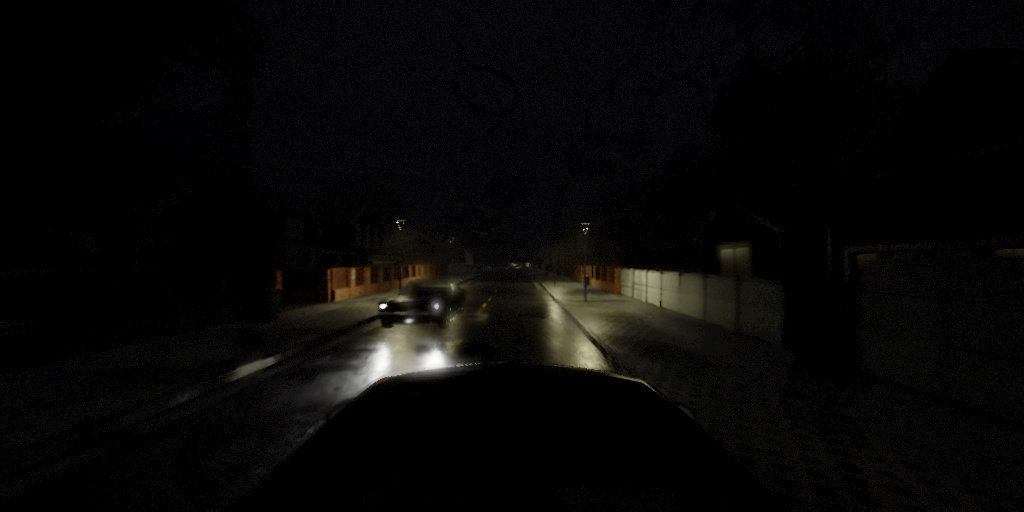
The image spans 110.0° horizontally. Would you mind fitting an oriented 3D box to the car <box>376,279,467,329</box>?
[{"bbox_3d":[-2.720,1.461,11.812,1.895,1.301,4.718,0,-1,1],"label":"car"}]
